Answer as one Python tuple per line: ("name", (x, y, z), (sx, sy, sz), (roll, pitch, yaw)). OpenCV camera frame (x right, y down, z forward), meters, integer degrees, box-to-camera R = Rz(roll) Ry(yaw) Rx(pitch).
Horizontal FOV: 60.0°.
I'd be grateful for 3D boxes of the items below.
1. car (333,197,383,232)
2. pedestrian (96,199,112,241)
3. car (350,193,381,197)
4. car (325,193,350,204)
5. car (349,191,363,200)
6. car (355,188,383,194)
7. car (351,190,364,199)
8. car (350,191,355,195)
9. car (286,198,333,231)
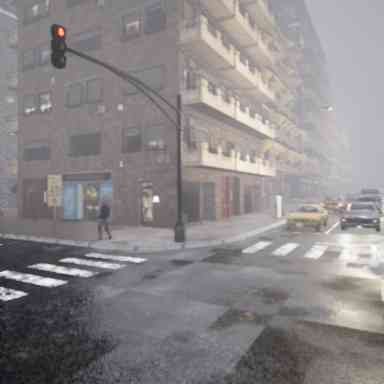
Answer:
("car", (9.297, 1.241, 18.259), (2.033, 1.411, 5.357), (-1, 1, 29))
("pedestrian", (-3.753, 1.132, 14.286), (0.375, 1.860, 0.375), (-1, -1, 30))
("car", (14.143, 1.068, 26.894), (1.812, 1.442, 4.674), (-1, 1, 29))
("car", (12.084, 1.000, 28.503), (1.967, 1.590, 4.097), (1, 1, 29))
("car", (28.628, 0.599, 58.038), (2.008, 1.369, 4.403), (1, 1, 29))
("car", (19.412, 0.601, 36.243), (2.150, 2.045, 5.566), (-1, 1, 30))
("car", (31.386, 0.404, 62.959), (1.967, 1.590, 4.097), (1, 1, 29))
("car", (23.114, 0.763, 48.193), (1.887, 1.381, 4.507), (1, 1, 29))
("car", (6.487, 1.260, 18.511), (1.752, 1.417, 4.829), (1, 1, 29))
